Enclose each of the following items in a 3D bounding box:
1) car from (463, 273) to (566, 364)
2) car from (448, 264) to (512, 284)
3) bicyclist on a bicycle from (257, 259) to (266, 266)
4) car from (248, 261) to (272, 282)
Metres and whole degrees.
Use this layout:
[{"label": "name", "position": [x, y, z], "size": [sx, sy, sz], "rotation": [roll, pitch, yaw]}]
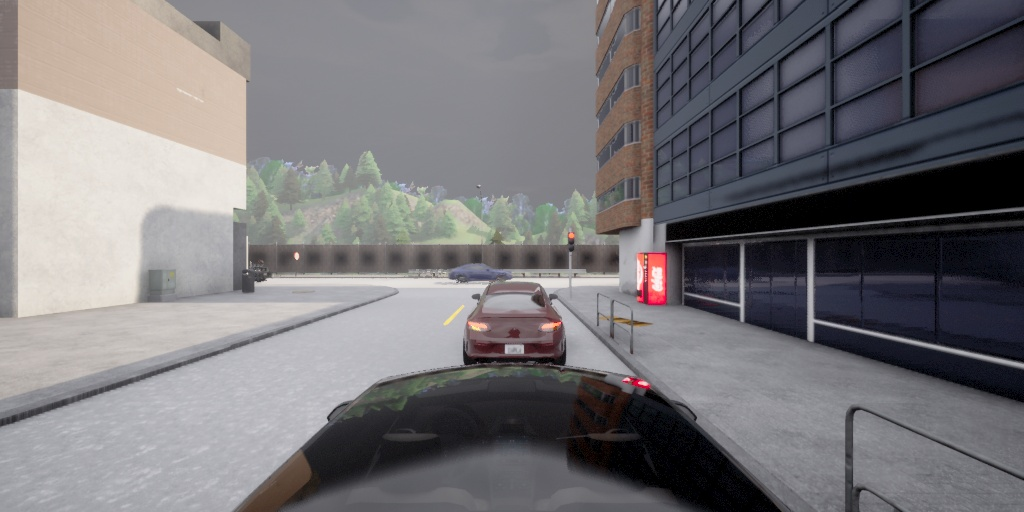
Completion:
[{"label": "car", "position": [0.059, 1.276, 7.844], "size": [1.812, 1.442, 4.674], "rotation": [0, 0, 1]}, {"label": "car", "position": [-2.289, 1.276, 26.101], "size": [4.674, 1.442, 1.812], "rotation": [0, 0, 0]}, {"label": "bicyclist on a bicycle", "position": [-24.184, 1.099, 34.517], "size": [0.582, 1.620, 1.656], "rotation": [0, 0, 0]}, {"label": "car", "position": [-20.751, 0.971, 26.117], "size": [5.566, 2.045, 2.150], "rotation": [0, 0, 0]}]
